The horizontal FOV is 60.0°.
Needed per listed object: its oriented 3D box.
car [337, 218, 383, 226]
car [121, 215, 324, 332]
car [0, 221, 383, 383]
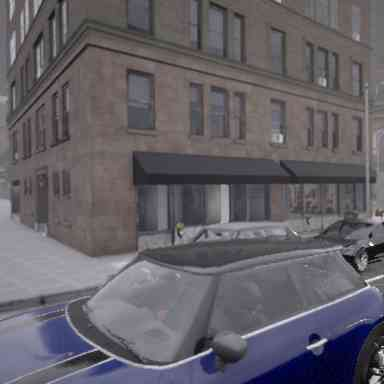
[{"bbox_3d":[5.243,1.523,10.468,4.313,1.339,1.947,0,-1,-36],"label":"car"},{"bbox_3d":[0.779,1.420,7.246,4.097,1.590,1.967,0,-1,-36],"label":"car"},{"bbox_3d":[0.031,1.344,3.285,4.553,1.767,2.097,0,0,-36],"label":"car"}]
